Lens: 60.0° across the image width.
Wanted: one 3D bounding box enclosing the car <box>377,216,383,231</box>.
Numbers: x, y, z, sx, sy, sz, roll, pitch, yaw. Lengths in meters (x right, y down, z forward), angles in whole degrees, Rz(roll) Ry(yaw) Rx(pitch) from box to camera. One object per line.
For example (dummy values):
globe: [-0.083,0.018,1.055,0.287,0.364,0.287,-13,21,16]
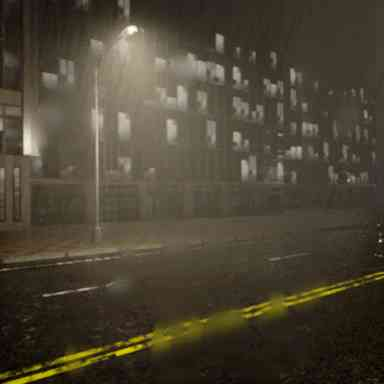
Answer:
car: [13.691,1.796,21.327,4.181,1.385,1.994,1,0,-35]
